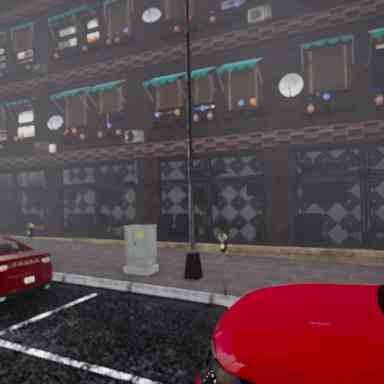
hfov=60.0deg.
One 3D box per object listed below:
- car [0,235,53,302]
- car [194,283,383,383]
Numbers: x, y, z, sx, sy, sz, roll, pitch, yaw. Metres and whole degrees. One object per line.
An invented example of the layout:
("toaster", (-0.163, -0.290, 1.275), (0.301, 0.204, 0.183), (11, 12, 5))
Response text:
("car", (-5.171, 1.565, 7.356), (4.507, 1.381, 1.887), (0, -2, 24))
("car", (2.689, 1.230, 1.876), (5.566, 2.045, 2.150), (0, 0, 24))
